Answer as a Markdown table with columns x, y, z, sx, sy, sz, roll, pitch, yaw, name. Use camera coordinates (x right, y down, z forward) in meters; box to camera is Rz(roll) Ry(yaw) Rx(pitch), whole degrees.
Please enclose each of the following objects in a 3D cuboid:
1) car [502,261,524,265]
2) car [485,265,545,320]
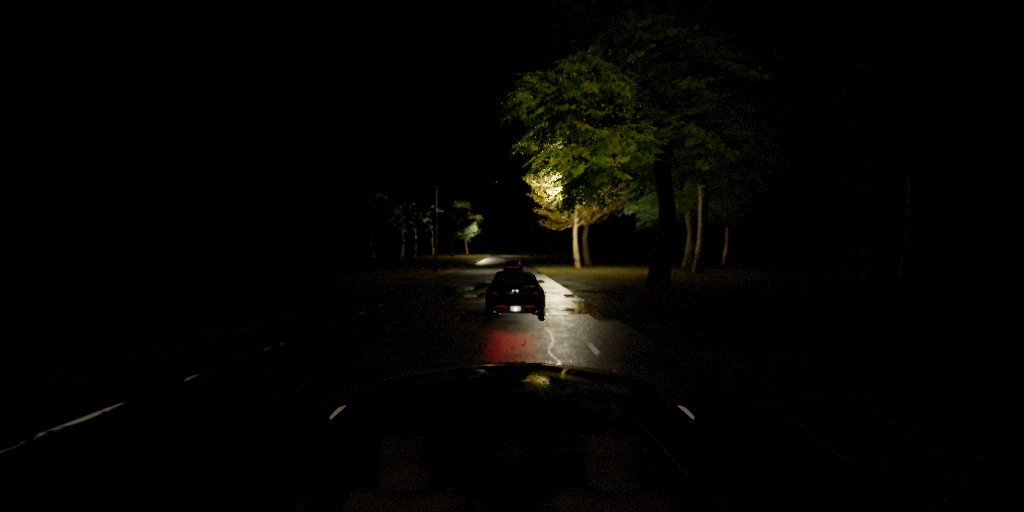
| x | y | z | sx | sy | sz | roll | pitch | yaw | name |
| --- | --- | --- | --- | --- | --- | --- | --- | --- | --- |
| 0.116 | 1.170 | 34.853 | 1.837 | 1.490 | 4.892 | 0 | 1 | 0 | car |
| 0.106 | 1.247 | 12.602 | 1.837 | 1.490 | 4.892 | 0 | 0 | 0 | car |
